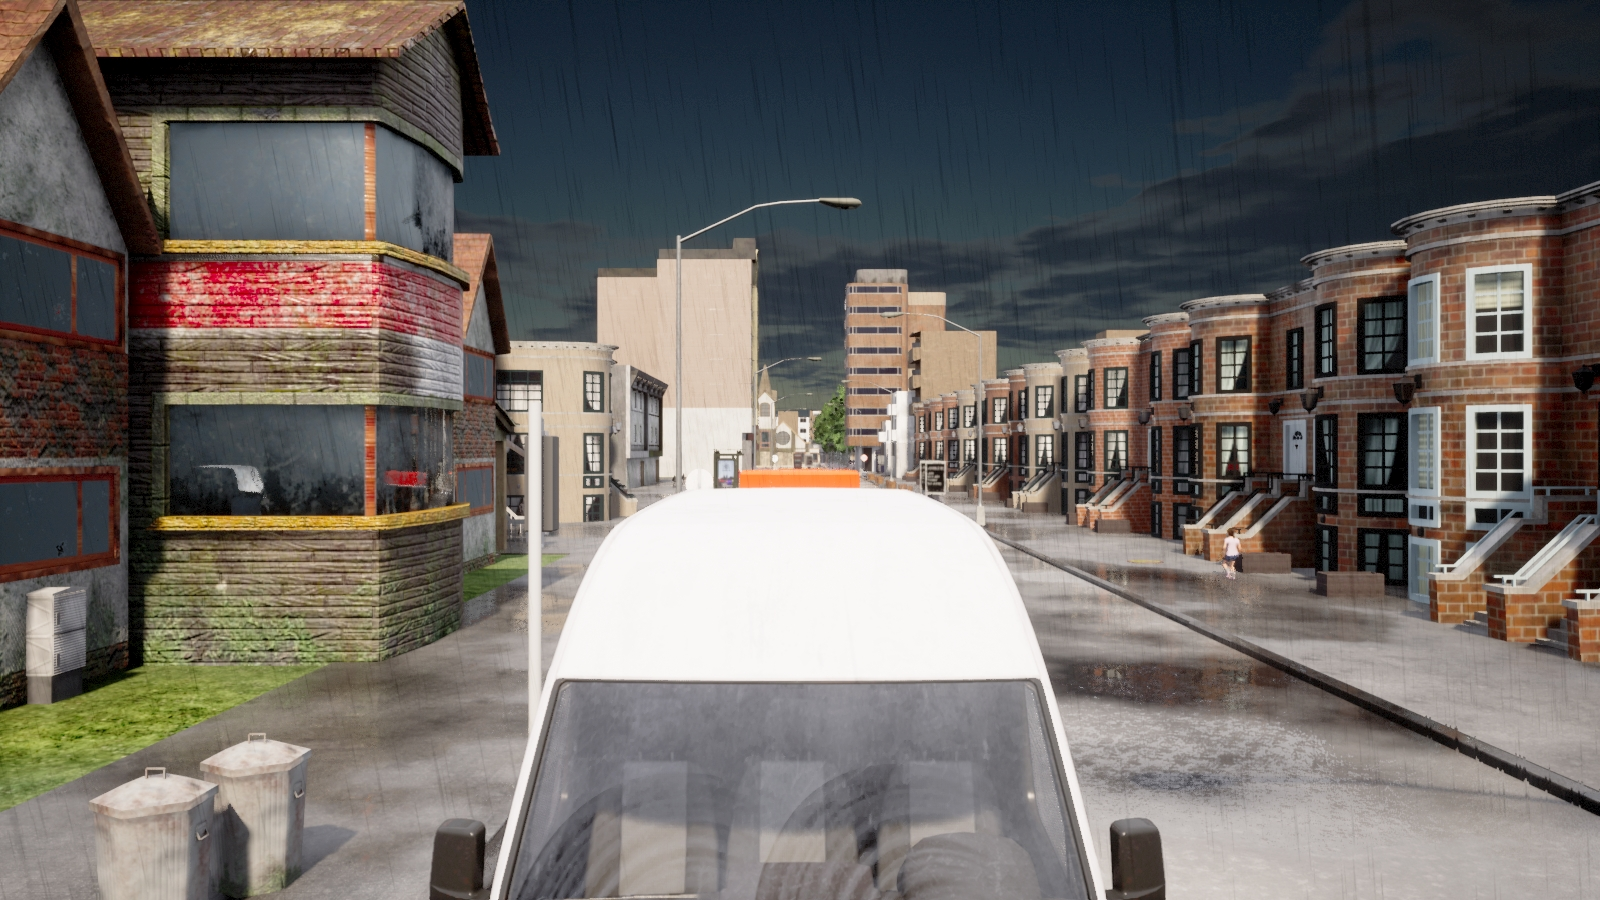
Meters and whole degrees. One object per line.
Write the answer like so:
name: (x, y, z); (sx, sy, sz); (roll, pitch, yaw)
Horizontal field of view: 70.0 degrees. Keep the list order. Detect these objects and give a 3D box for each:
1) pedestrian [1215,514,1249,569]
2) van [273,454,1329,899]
pedestrian: (8.982, 1.904, 23.780); (0.500, 1.100, 0.500); (0, 0, -4)
van: (-0.003, 1.314, 5.110); (1.988, 2.561, 5.915); (0, 0, 0)
